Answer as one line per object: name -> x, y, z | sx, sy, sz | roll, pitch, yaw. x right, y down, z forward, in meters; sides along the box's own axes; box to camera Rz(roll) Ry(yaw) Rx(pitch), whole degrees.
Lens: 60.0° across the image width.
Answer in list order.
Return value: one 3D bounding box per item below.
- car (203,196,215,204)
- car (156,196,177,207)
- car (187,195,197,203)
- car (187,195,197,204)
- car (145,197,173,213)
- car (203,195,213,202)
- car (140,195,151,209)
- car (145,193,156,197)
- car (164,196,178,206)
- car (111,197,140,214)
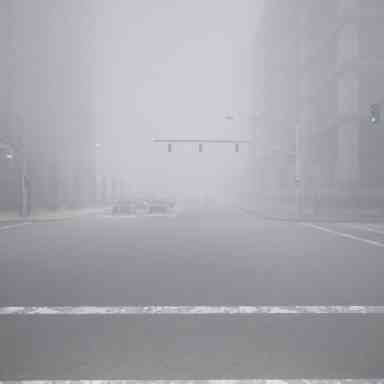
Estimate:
car -> 3.510, 1.491, 64.620 | 2.128, 1.511, 4.902 | 0, 0, 0
car -> -3.592, 1.477, 46.728 | 1.882, 1.535, 5.008 | 0, 0, 0
car -> 0.011, 1.508, 73.696 | 2.128, 1.511, 4.902 | 0, 0, 0
car -> 0.009, 1.491, 64.309 | 2.128, 1.511, 4.902 | 0, 0, 0
car -> -3.595, 1.547, 37.082 | 2.033, 1.411, 5.357 | 0, 0, 0
car -> 3.511, 1.507, 73.695 | 1.812, 1.442, 4.674 | 0, 0, 0
car -> -7.091, 1.505, 44.317 | 1.837, 1.490, 4.892 | 0, 0, 0
car -> -7.080, 1.223, 56.218 | 2.150, 2.045, 5.566 | 0, 0, 0
car -> -3.574, 1.491, 57.090 | 2.128, 1.511, 4.902 | 0, 0, 0
car -> -7.095, 1.505, 34.913 | 1.837, 1.490, 4.892 | 0, 0, 0
